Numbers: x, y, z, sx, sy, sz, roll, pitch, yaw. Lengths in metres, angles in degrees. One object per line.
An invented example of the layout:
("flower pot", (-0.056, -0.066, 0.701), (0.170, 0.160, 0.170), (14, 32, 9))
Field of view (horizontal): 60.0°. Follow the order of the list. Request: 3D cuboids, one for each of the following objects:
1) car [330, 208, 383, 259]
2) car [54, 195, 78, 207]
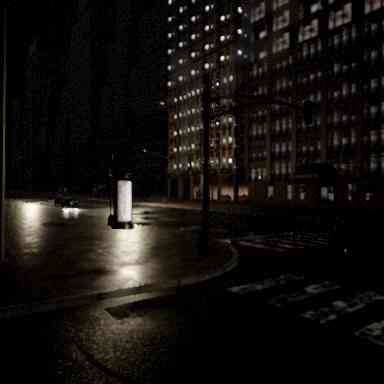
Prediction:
("car", (6.909, 1.379, 10.536), (2.097, 1.767, 4.553), (1, 0, -37))
("car", (-15.336, 1.069, 40.430), (2.128, 1.511, 4.902), (1, 0, -37))
